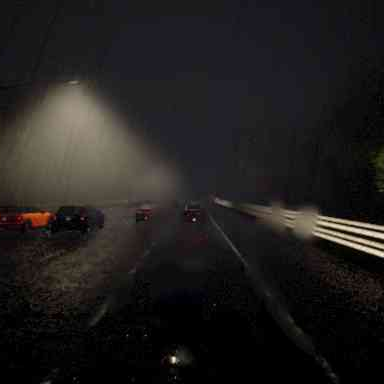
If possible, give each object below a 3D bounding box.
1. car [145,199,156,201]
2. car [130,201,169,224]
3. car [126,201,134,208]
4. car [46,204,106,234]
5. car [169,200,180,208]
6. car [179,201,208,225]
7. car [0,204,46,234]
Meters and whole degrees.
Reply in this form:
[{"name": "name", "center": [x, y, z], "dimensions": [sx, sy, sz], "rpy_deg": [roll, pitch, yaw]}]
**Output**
[{"name": "car", "center": [-6.682, 1.870, 55.021], "dimensions": [2.097, 1.767, 4.553], "rpy_deg": [0, -1, 3]}, {"name": "car", "center": [-3.326, 1.743, 26.924], "dimensions": [2.128, 1.511, 4.902], "rpy_deg": [0, -1, 0]}, {"name": "car", "center": [-10.117, 2.149, 58.039], "dimensions": [1.895, 1.301, 4.718], "rpy_deg": [0, -1, 0]}, {"name": "car", "center": [-6.856, 1.544, 20.576], "dimensions": [2.097, 1.767, 4.553], "rpy_deg": [0, -1, 0]}, {"name": "car", "center": [-3.120, 2.090, 57.432], "dimensions": [2.033, 1.411, 5.357], "rpy_deg": [0, -1, 0]}, {"name": "car", "center": [0.170, 1.751, 26.220], "dimensions": [1.837, 1.490, 4.892], "rpy_deg": [0, 0, 0]}, {"name": "car", "center": [-10.356, 1.543, 20.561], "dimensions": [2.097, 1.767, 4.553], "rpy_deg": [0, -1, 0]}]
